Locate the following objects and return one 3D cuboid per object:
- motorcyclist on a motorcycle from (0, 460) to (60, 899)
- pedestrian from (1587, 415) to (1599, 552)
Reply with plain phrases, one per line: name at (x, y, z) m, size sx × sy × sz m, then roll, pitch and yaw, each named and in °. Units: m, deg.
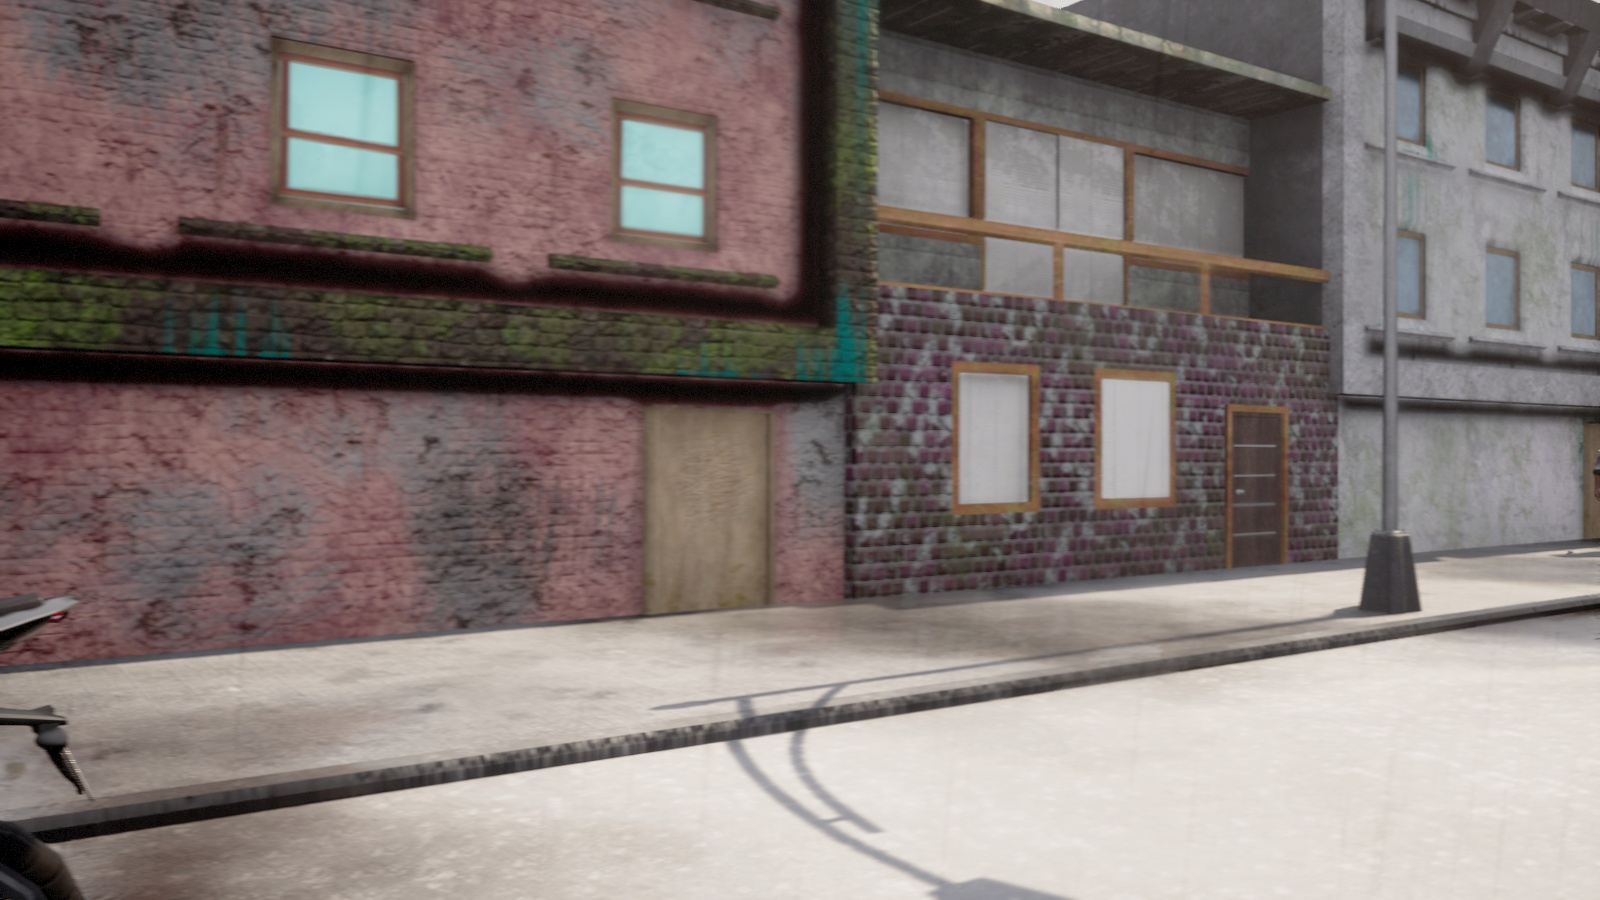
motorcyclist on a motorcycle at (-2.707, 0.791, 2.378) m, size 2.191 × 1.530 × 0.866 m, roll 0°, pitch 0°, yaw -35°
pedestrian at (11.747, 0.474, 18.033) m, size 0.659 × 1.952 × 0.873 m, roll 0°, pitch 0°, yaw 39°
